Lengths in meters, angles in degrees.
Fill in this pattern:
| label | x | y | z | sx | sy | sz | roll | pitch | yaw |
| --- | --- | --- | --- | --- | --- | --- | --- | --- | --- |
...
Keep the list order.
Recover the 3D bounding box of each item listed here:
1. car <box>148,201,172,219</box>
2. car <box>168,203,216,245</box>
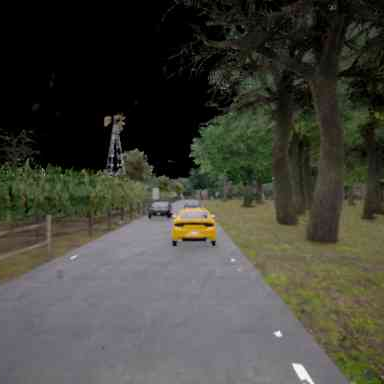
| label | x | y | z | sx | sy | sz | roll | pitch | yaw |
| --- | --- | --- | --- | --- | --- | --- | --- | --- | --- |
| car | -2.771 | 1.563 | 30.113 | 1.882 | 1.535 | 5.008 | 0 | 0 | 0 |
| car | 0.091 | 1.520 | 15.891 | 1.882 | 1.535 | 5.008 | 0 | 0 | 0 |
